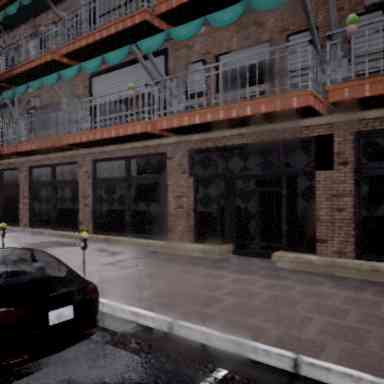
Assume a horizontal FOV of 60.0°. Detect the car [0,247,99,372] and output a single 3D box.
[{"bbox_3d":[-3.312,1.557,5.333,4.313,1.339,1.947,0,-1,35],"label":"car"}]
